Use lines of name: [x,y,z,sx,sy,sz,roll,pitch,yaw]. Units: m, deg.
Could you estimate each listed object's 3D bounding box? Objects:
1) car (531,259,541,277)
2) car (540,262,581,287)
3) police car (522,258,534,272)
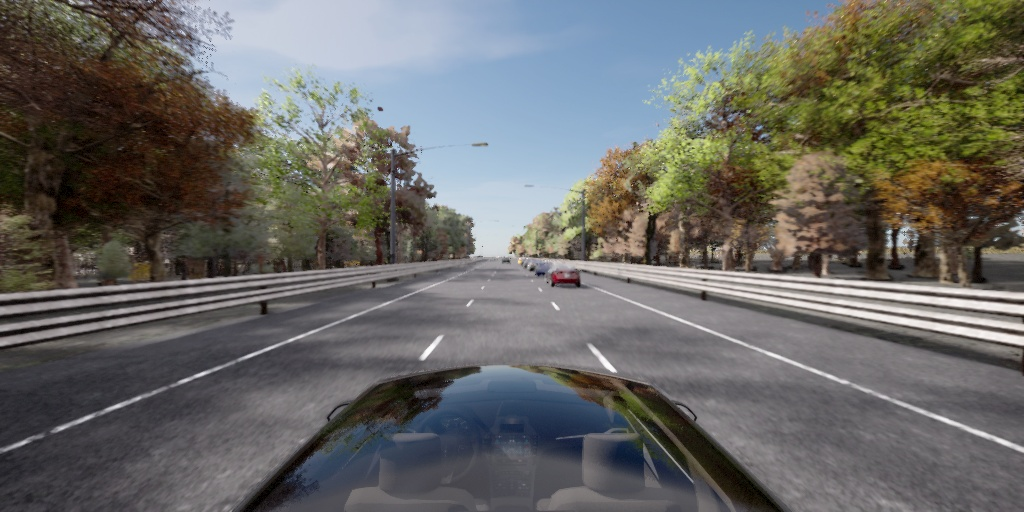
car: [3.296,1.307,35.573,1.994,1.385,4.181,0,0,-1]
car: [3.412,1.251,24.566,2.163,1.488,4.792,0,0,0]
police car: [2.989,1.243,46.951,2.038,1.542,4.974,-1,0,-6]
